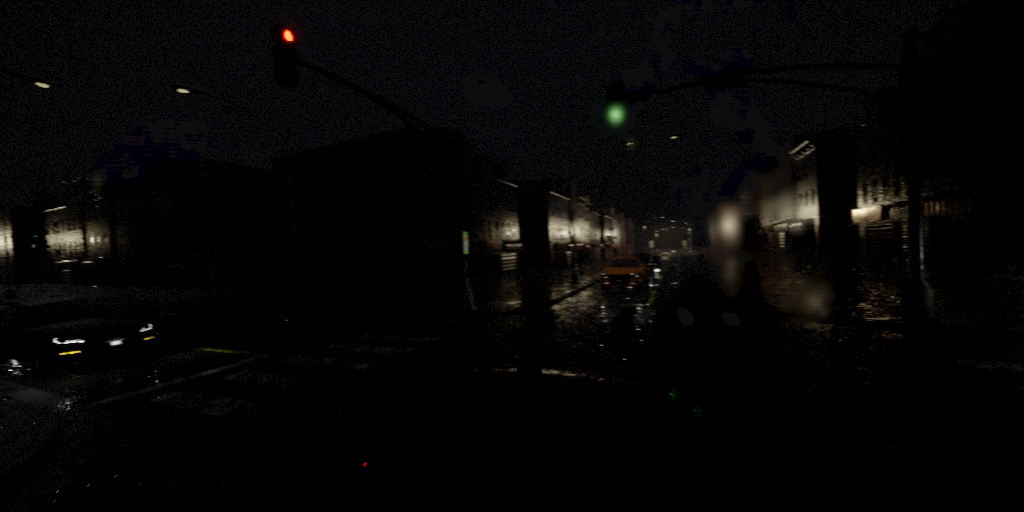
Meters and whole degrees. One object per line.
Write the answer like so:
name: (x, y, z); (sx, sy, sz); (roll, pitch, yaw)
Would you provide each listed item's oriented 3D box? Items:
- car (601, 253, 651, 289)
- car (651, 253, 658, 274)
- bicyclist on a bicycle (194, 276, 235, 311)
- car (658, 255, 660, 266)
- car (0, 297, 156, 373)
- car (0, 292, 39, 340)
car: (5.866, 0.773, 18.519); (1.882, 1.535, 5.008); (-2, 1, 25)
car: (9.785, 0.528, 27.220); (1.837, 1.490, 4.892); (-2, 1, 24)
bicyclist on a bicycle: (-13.887, 1.672, 16.762); (0.582, 1.620, 1.656); (-2, 1, 24)
car: (13.928, 0.330, 36.377); (1.895, 1.301, 4.718); (-2, 1, 24)
car: (-11.413, 1.865, 9.211); (4.892, 1.490, 1.837); (-3, 1, 22)
car: (-19.897, 2.203, 13.052); (4.902, 1.511, 2.128); (-2, 1, 24)
